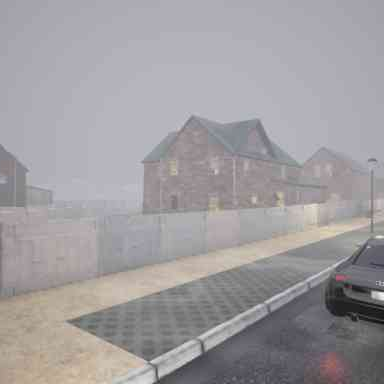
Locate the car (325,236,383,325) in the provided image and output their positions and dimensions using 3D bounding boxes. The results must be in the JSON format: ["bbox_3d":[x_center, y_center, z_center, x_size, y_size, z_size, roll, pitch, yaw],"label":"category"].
[{"bbox_3d":[4.225,1.576,6.638,1.994,1.385,4.181,0,0,40],"label":"car"}]
